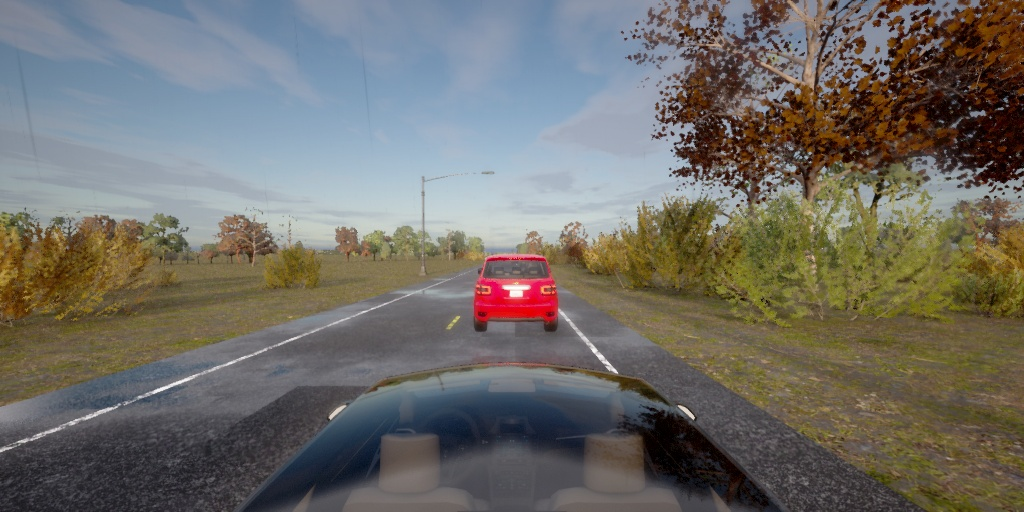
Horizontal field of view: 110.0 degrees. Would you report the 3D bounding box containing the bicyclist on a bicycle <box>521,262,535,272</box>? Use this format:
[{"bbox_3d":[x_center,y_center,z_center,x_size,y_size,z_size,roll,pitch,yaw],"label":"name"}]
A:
[{"bbox_3d":[0.942,1.114,18.714,0.659,1.776,1.843,0,0,0],"label":"bicyclist on a bicycle"}]

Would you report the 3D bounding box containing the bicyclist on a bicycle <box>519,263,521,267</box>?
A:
[{"bbox_3d":[0.902,1.110,28.727,0.659,1.776,1.843,0,0,0],"label":"bicyclist on a bicycle"}]

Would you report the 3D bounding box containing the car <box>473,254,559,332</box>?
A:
[{"bbox_3d":[0.091,0.968,11.008,2.150,2.045,5.566,0,0,0],"label":"car"}]
